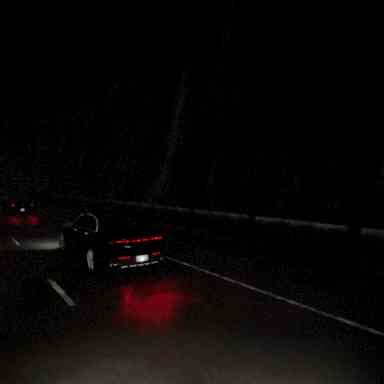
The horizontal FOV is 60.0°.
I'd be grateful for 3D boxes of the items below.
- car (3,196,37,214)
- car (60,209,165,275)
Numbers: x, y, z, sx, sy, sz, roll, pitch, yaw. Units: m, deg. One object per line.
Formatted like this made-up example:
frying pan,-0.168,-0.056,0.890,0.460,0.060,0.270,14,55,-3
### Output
car,-13.524,0.938,25.904,1.895,1.301,4.718,-1,2,-35
car,-2.567,1.286,9.969,1.837,1.490,4.892,-1,2,-34
